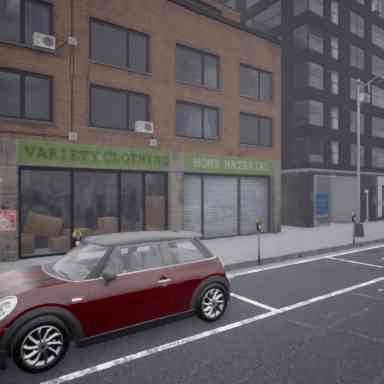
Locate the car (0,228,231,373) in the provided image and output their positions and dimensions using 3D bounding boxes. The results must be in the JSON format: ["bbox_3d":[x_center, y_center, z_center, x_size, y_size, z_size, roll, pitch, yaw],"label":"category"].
[{"bbox_3d":[-1.369,1.440,5.559,4.097,1.590,1.967,0,0,-36],"label":"car"}]
